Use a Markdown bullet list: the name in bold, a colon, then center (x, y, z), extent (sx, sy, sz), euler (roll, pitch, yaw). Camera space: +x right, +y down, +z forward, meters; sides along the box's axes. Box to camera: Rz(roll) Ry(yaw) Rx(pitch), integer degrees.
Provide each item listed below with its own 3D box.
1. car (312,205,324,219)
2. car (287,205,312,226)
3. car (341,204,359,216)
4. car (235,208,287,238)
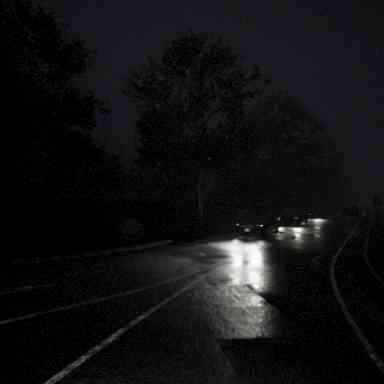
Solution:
- **car**: center (14.440, 2.289, 39.534), extent (1.837, 1.490, 4.892), euler (1, 1, 29)
- **car**: center (9.200, 2.118, 30.049), extent (1.882, 1.535, 5.008), euler (1, 0, 29)
- **car**: center (21.430, 2.388, 44.997), extent (1.882, 1.535, 5.008), euler (1, 0, 30)
- **car**: center (4.229, 1.947, 21.019), extent (2.128, 1.511, 4.902), euler (1, -1, 27)
